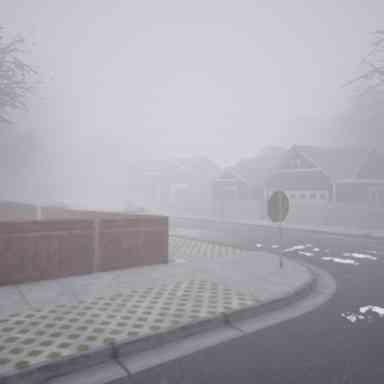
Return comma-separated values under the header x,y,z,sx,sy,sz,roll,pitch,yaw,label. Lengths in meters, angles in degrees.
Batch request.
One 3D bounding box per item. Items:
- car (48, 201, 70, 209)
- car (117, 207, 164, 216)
x,y,z,sx,sy,sz,roll,pitch,yaw,label
-17.421,1.886,43.537,1.895,1.301,4.718,-1,1,-35,car
-3.915,1.773,24.635,1.895,1.301,4.718,-1,1,-36,car
